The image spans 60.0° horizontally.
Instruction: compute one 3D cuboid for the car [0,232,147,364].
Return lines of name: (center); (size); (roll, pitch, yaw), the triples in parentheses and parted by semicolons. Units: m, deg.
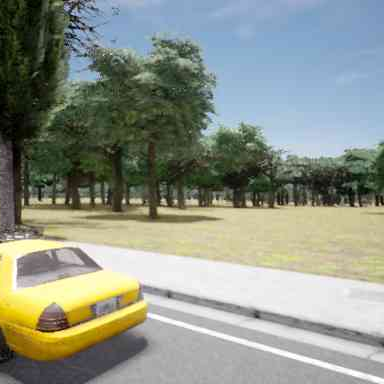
car: (-3.204, 1.485, 5.851); (5.366, 1.575, 1.801); (0, 0, 36)
